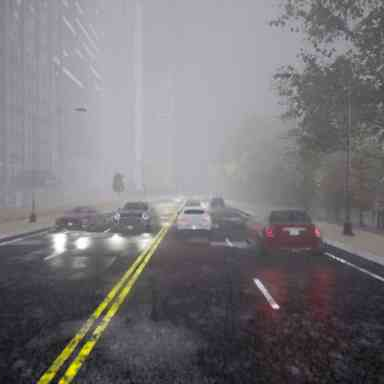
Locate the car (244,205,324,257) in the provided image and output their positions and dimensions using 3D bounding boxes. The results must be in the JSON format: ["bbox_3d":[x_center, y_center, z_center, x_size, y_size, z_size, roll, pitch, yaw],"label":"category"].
[{"bbox_3d":[3.349,1.335,12.978,2.097,1.767,4.553,0,0,0],"label":"car"}]

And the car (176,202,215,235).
[{"bbox_3d":[0.106,1.500,18.470,1.812,1.442,4.674,0,0,0],"label":"car"}]

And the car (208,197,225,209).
[{"bbox_3d":[3.363,1.445,45.045,1.837,1.490,4.892,0,0,0],"label":"car"}]

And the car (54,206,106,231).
[{"bbox_3d":[-6.590,1.536,19.960,1.994,1.385,4.181,0,0,0],"label":"car"}]

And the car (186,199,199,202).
[{"bbox_3d":[0.112,1.546,42.162,1.895,1.301,4.718,0,0,0],"label":"car"}]

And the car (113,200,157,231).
[{"bbox_3d":[-3.339,1.324,20.207,2.097,1.767,4.553,0,0,0],"label":"car"}]
